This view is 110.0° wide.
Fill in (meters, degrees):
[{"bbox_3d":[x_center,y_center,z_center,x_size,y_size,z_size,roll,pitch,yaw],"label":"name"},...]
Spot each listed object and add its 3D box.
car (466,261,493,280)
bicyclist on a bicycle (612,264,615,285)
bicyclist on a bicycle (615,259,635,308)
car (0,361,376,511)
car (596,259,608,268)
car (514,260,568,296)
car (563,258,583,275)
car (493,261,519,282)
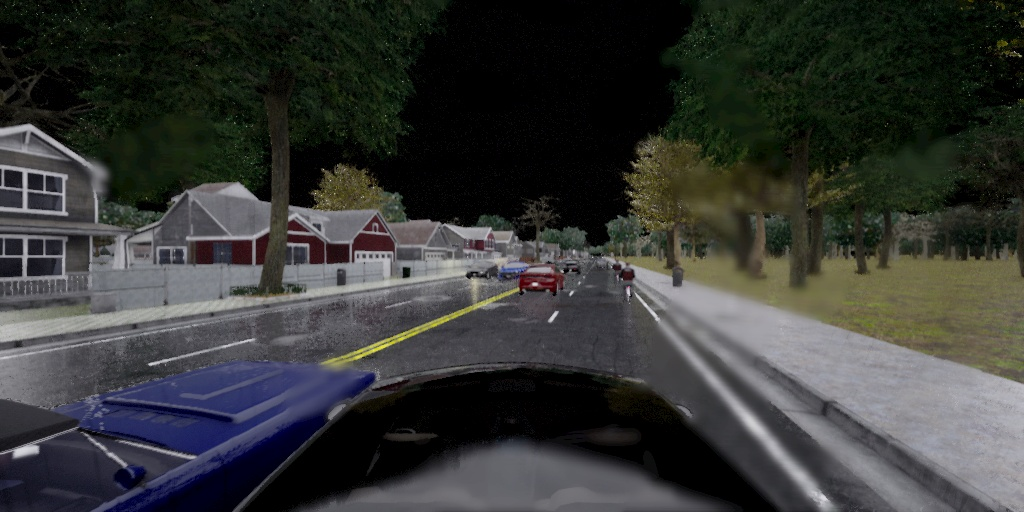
[{"bbox_3d":[-2.409,1.215,30.719,1.837,1.490,4.892,0,0,14],"label":"car"},{"bbox_3d":[6.746,1.090,22.991,0.659,1.776,1.843,0,0,14],"label":"bicyclist on a bicycle"},{"bbox_3d":[4.582,1.102,14.253,0.659,1.776,1.843,0,0,14],"label":"bicyclist on a bicycle"},{"bbox_3d":[-2.699,1.351,1.691,1.895,1.301,4.718,0,0,14],"label":"car"},{"bbox_3d":[15.057,1.175,59.852,2.128,1.511,4.902,0,0,14],"label":"car"},{"bbox_3d":[1.707,1.201,19.474,1.882,1.535,5.008,0,0,14],"label":"car"},{"bbox_3d":[6.618,1.208,39.293,1.837,1.490,4.892,0,0,14],"label":"car"},{"bbox_3d":[0.339,1.191,28.299,1.882,1.535,5.008,0,0,14],"label":"car"}]
